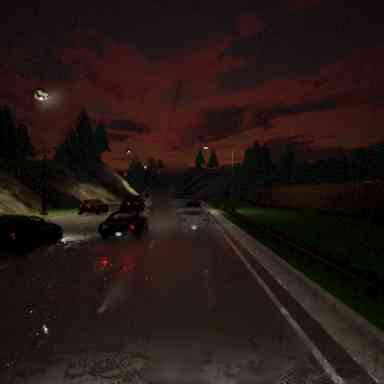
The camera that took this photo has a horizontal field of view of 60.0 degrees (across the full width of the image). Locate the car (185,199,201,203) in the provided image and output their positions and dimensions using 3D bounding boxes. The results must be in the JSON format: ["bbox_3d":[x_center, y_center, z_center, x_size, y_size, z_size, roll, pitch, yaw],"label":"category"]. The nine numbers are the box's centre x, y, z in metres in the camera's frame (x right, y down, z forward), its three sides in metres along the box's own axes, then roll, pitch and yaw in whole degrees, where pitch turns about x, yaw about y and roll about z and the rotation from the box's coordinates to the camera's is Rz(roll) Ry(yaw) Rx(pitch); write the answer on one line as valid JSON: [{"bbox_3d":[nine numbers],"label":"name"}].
[{"bbox_3d":[0.116,1.690,42.769,1.837,1.490,4.892,0,0,0],"label":"car"}]

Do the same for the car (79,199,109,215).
[{"bbox_3d":[-10.443,1.506,35.802,2.097,1.767,4.553,0,0,1],"label":"car"}]

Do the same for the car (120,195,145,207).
[{"bbox_3d":[-6.886,1.391,38.767,2.150,2.045,5.566,0,0,0],"label":"car"}]

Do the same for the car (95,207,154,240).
[{"bbox_3d":[-3.393,1.677,17.579,1.895,1.301,4.718,0,0,0],"label":"car"}]

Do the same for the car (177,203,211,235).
[{"bbox_3d":[0.108,1.609,19.418,1.812,1.442,4.674,0,0,0],"label":"car"}]

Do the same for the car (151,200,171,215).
[{"bbox_3d":[-3.429,1.664,36.443,1.837,1.490,4.892,0,0,1],"label":"car"}]

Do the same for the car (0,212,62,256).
[{"bbox_3d":[-6.895,1.623,13.494,1.994,1.385,4.181,0,0,0],"label":"car"}]
